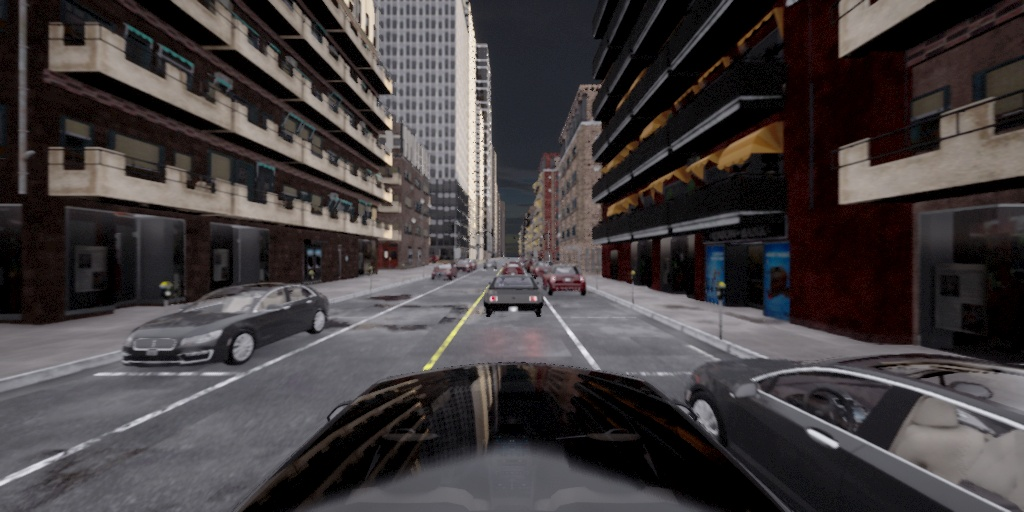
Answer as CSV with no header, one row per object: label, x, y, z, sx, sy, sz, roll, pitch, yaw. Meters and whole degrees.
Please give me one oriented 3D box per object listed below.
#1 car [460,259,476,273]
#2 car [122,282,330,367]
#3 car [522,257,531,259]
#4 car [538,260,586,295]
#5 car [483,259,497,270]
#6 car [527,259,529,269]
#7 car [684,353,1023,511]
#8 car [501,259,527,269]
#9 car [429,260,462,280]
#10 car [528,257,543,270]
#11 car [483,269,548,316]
car,-5.693,1.125,41.945,1.967,1.591,4.097,0,0,0
car,-5.690,1.290,7.851,2.007,1.370,4.403,0,0,0
car,2.687,0.999,41.948,2.192,1.841,5.009,0,0,0
car,2.689,1.159,19.218,1.967,1.591,4.097,0,0,0
car,-3.071,1.165,50.964,2.128,1.511,4.902,0,0,0
car,2.688,1.218,36.435,1.751,1.417,4.829,0,0,0
car,2.690,1.300,2.172,2.007,1.370,4.403,0,0,0
car,0.073,1.227,30.603,1.812,1.442,4.674,0,0,0
car,-5.692,1.283,30.580,1.802,1.307,4.207,0,0,0
car,2.688,1.141,30.583,1.967,1.591,4.097,0,0,0
car,0.062,1.331,13.152,1.895,1.301,4.718,0,0,0
